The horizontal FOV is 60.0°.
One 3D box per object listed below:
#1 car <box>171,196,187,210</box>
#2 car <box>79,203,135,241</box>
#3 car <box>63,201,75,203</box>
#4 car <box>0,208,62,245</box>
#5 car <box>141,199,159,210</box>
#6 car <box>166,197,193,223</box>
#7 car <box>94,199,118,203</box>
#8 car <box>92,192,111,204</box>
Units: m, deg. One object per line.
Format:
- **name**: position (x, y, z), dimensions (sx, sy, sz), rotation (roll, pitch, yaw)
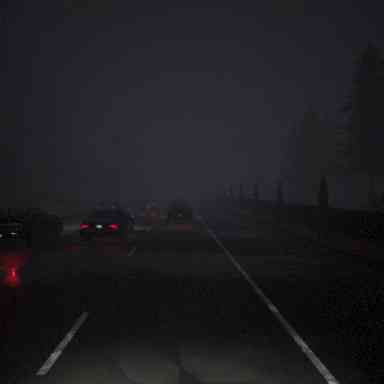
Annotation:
- **car**: position (-1.697, 1.382, 42.450), dimensions (1.882, 1.535, 5.008), rotation (0, 0, -2)
- **car**: position (-4.063, 1.517, 16.644), dimensions (2.033, 1.411, 5.357), rotation (0, 0, -3)
- **car**: position (-19.941, 1.438, 55.557), dimensions (1.812, 1.442, 4.674), rotation (0, 0, -2)
- **car**: position (-7.515, 1.472, 15.230), dimensions (2.128, 1.511, 4.902), rotation (0, 0, -2)
- **car**: position (-5.137, 1.516, 41.116), dimensions (1.895, 1.301, 4.718), rotation (0, 0, -3)
- **car**: position (-0.938, 1.421, 25.225), dimensions (1.882, 1.535, 5.008), rotation (0, 0, -2)
- **car**: position (-8.324, 1.539, 33.909), dimensions (1.895, 1.301, 4.718), rotation (0, 0, -3)
- **car**: position (-16.678, 1.112, 61.677), dimensions (2.150, 2.045, 5.566), rotation (0, 0, -2)
